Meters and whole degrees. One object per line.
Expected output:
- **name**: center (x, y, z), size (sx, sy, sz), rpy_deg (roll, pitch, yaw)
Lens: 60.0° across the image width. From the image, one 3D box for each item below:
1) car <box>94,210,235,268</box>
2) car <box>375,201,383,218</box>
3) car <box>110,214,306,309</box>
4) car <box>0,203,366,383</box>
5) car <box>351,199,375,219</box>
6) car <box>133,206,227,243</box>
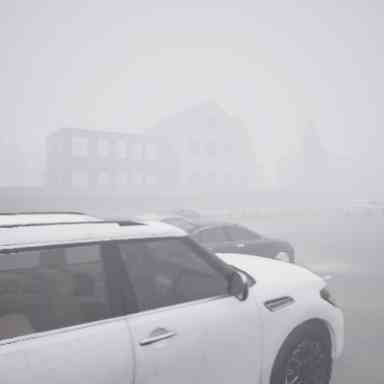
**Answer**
- **car**: center (-0.841, 1.474, 11.762), size (4.674, 1.442, 1.812), rpy_deg (-1, 0, -36)
- **car**: center (15.066, 1.286, 23.096), size (4.892, 1.490, 1.837), rpy_deg (-1, 0, -36)
- **car**: center (0.601, 1.459, 8.475), size (4.892, 1.490, 1.837), rpy_deg (-1, 0, -36)
- **car**: center (-0.920, 1.213, 3.089), size (5.566, 2.045, 2.150), rpy_deg (-1, 0, -36)
- **car**: center (13.957, 1.297, 26.602), size (4.674, 1.442, 1.812), rpy_deg (-1, 0, -36)
- **car**: center (-0.534, 1.488, 16.264), size (4.181, 1.385, 1.994), rpy_deg (-1, 0, -36)
